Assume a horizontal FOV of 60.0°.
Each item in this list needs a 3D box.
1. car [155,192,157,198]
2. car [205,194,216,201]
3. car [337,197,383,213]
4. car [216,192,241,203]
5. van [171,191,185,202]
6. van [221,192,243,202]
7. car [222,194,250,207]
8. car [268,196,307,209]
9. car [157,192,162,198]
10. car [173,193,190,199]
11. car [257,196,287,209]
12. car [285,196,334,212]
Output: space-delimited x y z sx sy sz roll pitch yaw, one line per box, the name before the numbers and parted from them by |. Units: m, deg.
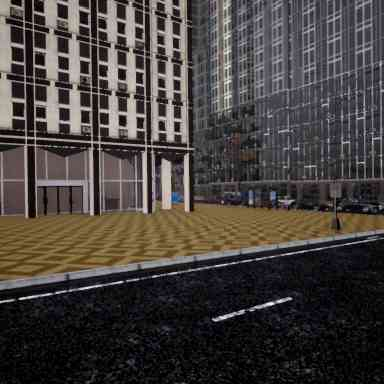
car | -8.831 0.686 83.689 1.967 1.590 4.097 0 1 -34
car | 3.957 1.043 64.894 1.802 1.307 4.206 0 1 -34
car | 17.307 1.340 34.959 2.128 1.511 4.902 -1 1 -34
car | 6.298 1.175 51.154 1.837 1.490 4.892 -1 1 -34
van | -2.973 0.937 60.179 1.690 1.788 3.998 0 1 -34
van | 7.152 0.854 60.191 1.690 1.788 3.998 0 1 -34
car | 6.572 1.319 46.055 1.947 1.339 4.313 0 1 -34
car | 12.117 1.290 42.593 1.812 1.442 4.674 -1 1 -34
car | -5.634 0.614 78.989 2.192 1.841 5.009 0 1 -34
car | -2.437 0.935 74.293 1.802 1.307 4.206 0 1 -34
car | 9.721 1.387 41.324 1.802 1.307 4.206 0 1 -34
car | 12.903 1.423 36.612 1.947 1.339 4.313 0 1 -34
